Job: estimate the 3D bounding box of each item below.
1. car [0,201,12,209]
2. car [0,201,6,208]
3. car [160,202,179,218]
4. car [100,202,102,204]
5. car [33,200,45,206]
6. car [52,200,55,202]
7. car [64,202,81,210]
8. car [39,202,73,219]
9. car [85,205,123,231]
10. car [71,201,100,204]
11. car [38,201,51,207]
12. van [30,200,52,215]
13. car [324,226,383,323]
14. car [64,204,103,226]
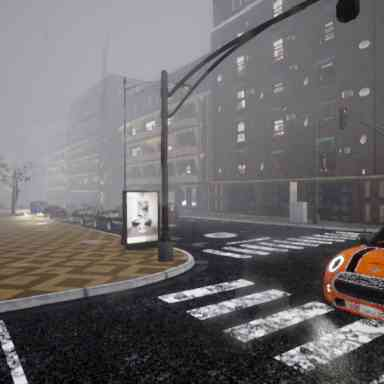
[{"bbox_3d":[-38.061,2.702,68.340,2.008,1.369,4.403,-2,0,-36],"label":"car"},{"bbox_3d":[-44.588,2.861,77.366,1.887,1.381,4.507,-2,0,-36],"label":"car"},{"bbox_3d":[-3.110,1.822,34.520,1.967,1.590,4.097,-2,0,-36],"label":"car"},{"bbox_3d":[-14.954,2.116,50.687,1.967,1.590,4.097,-2,0,-36],"label":"car"},{"bbox_3d":[-37.797,2.795,82.275,1.887,1.381,4.507,-2,0,-36],"label":"car"},{"bbox_3d":[-31.273,2.525,73.249,1.967,1.590,4.097,-2,0,-36],"label":"car"},{"bbox_3d":[-21.480,2.421,59.710,1.802,1.307,4.206,-2,0,-36],"label":"car"},{"bbox_3d":[-14.871,2.114,36.124,1.887,1.381,4.507,-2,0,-36],"label":"car"},{"bbox_3d":[-5.534,1.887,23.133,2.008,1.369,4.403,-2,0,-36],"label":"car"},{"bbox_3d":[-14.932,2.207,46.249,1.994,1.385,4.181,-1,-1,-36],"label":"car"},{"bbox_3d":[-34.533,2.733,77.762,1.947,1.339,4.313,-2,0,-36],"label":"car"},{"bbox_3d":[-19.788,2.034,43.013,1.690,1.788,3.998,-2,0,-36],"label":"van"},{"bbox_3d":[4.714,1.350,6.733,4.553,1.767,2.097,0,0,-35],"label":"car"},{"bbox_3d":[-8.797,1.968,27.646,2.008,1.369,4.403,-2,0,-36],"label":"car"}]
